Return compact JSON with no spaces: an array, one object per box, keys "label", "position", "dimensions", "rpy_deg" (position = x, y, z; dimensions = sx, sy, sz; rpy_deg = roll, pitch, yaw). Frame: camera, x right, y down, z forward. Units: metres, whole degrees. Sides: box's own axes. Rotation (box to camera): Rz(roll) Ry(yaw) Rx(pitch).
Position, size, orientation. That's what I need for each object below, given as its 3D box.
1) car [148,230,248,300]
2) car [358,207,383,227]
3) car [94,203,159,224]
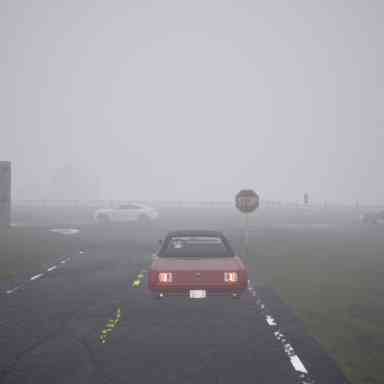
[{"label":"car","position":[0.074,1.603,8.386],"dimensions":[1.895,1.301,4.718],"rpy_deg":[0,0,-1]},{"label":"car","position":[14.797,1.724,24.275],"dimensions":[4.902,1.511,2.128],"rpy_deg":[1,-1,0]},{"label":"car","position":[-4.728,1.516,24.199],"dimensions":[4.674,1.442,1.812],"rpy_deg":[1,-1,0]}]
